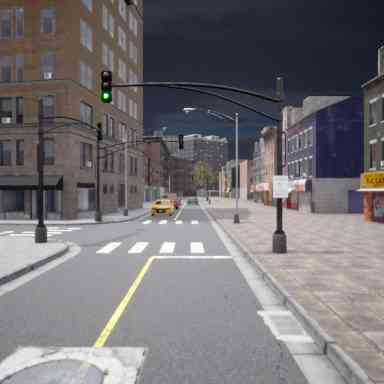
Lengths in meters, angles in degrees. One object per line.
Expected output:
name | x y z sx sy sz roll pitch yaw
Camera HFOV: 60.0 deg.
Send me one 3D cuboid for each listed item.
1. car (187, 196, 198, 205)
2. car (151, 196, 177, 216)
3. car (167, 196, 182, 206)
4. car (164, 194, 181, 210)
car | 0.119 1.518 59.116 2.128 1.511 4.902 0 0 0
car | -2.835 1.487 32.740 1.882 1.535 5.008 0 0 0
car | -2.815 1.513 55.243 2.128 1.511 4.902 0 0 0
car | -2.833 1.235 43.478 2.150 2.045 5.566 0 0 0
